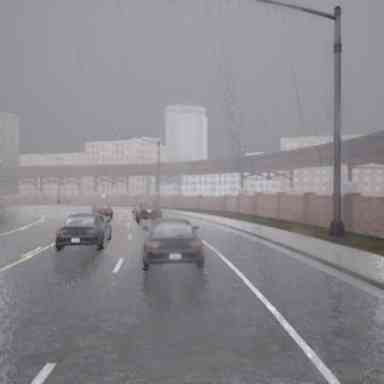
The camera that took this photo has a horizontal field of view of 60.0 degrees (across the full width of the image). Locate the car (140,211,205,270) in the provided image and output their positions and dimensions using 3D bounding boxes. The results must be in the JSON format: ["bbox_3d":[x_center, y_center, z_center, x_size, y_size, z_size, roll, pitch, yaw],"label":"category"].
[{"bbox_3d":[-0.698,1.593,11.275,1.812,1.442,4.674,0,0,-6],"label":"car"}]

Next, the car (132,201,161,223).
[{"bbox_3d":[-3.849,1.569,27.991,2.097,1.767,4.553,0,0,-15],"label":"car"}]

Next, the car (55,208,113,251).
[{"bbox_3d":[-4.625,1.638,14.573,1.812,1.442,4.674,0,0,-8],"label":"car"}]

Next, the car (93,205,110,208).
[{"bbox_3d":[-8.839,1.889,32.336,1.895,1.301,4.718,0,0,-19],"label":"car"}]
